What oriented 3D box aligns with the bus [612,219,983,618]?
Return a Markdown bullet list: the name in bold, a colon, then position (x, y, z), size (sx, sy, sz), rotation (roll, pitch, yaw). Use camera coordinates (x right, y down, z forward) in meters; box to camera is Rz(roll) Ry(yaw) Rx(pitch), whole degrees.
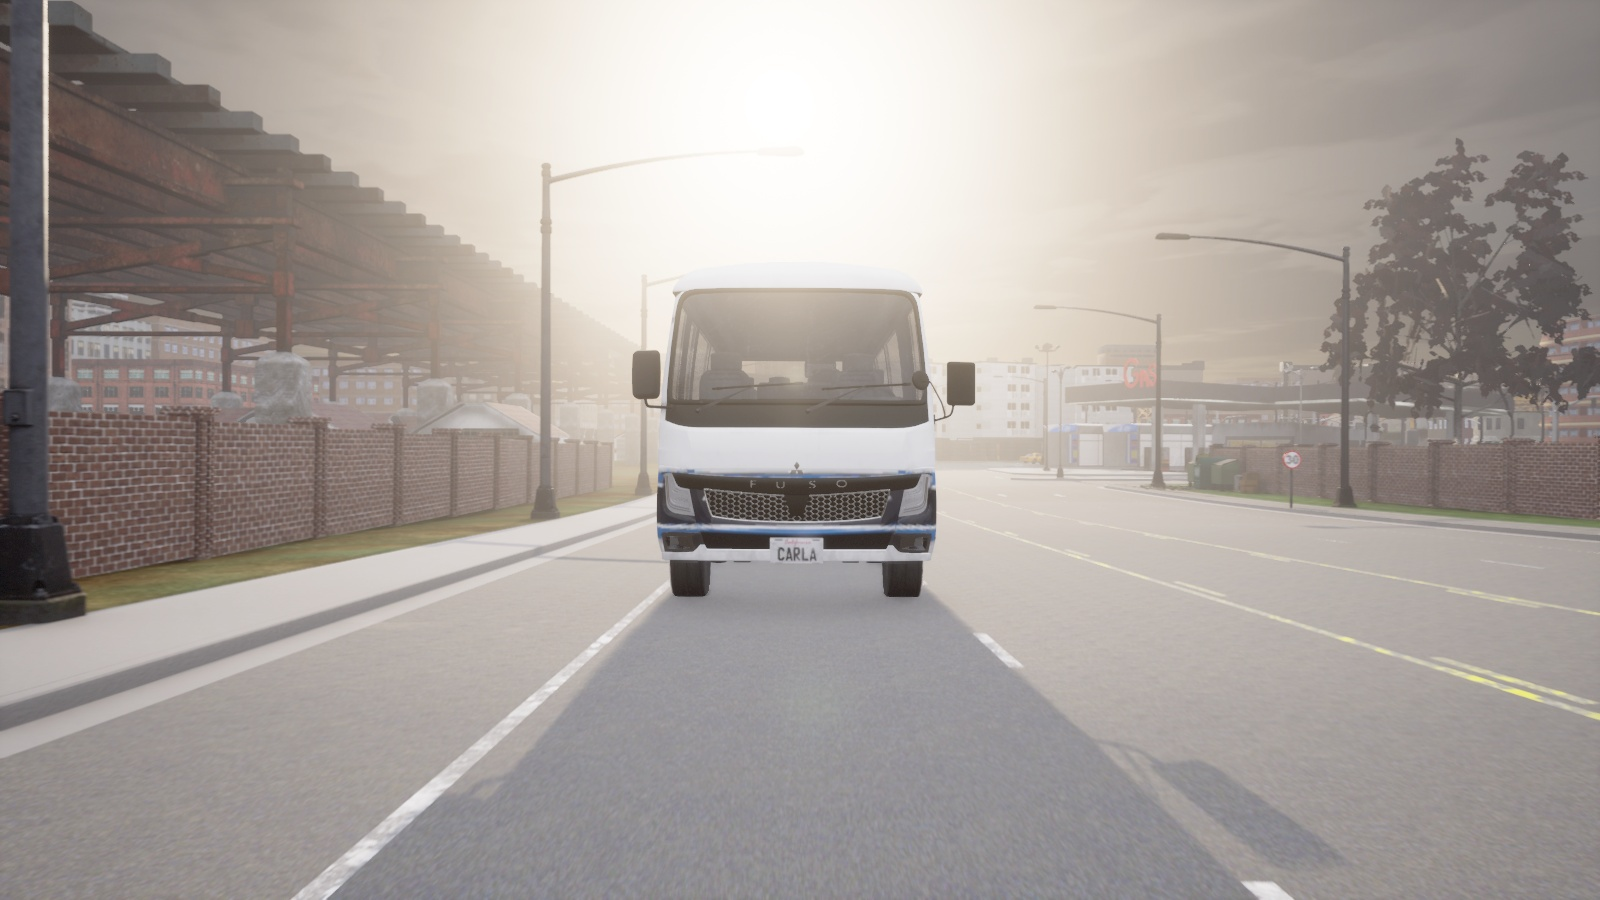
- **bus**: position (-0.046, -0.255, 18.541), size (3.944, 4.253, 10.273), rotation (0, -1, 0)
